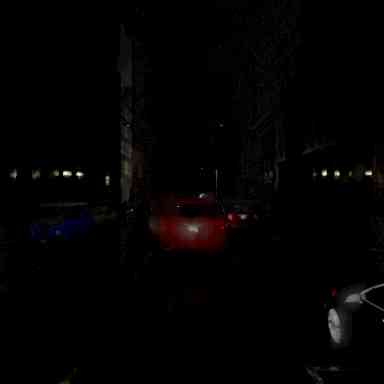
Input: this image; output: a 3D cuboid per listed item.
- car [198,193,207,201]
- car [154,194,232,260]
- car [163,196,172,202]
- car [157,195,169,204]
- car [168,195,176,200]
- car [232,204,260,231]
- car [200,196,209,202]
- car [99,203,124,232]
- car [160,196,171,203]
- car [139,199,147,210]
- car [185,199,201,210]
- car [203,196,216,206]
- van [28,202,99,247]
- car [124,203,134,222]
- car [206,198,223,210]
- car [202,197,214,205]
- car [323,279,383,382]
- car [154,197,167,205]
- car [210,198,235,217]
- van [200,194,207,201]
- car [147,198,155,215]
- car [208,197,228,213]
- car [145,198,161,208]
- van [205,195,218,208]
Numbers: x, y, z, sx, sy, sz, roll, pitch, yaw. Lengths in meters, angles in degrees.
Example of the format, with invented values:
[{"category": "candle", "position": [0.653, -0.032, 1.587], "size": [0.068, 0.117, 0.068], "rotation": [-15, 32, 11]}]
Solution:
[{"category": "car", "position": [2.864, 1.335, 88.187], "size": [2.192, 1.841, 5.009], "rotation": [0, 0, 0]}, {"category": "car", "position": [0.025, 1.222, 12.630], "size": [2.150, 2.045, 5.566], "rotation": [0, 0, 0]}, {"category": "car", "position": [-5.661, 1.597, 76.888], "size": [1.802, 1.307, 4.206], "rotation": [0, 0, 0]}, {"category": "car", "position": [-5.664, 1.451, 65.591], "size": [1.967, 1.590, 4.097], "rotation": [0, 0, 0]}, {"category": "car", "position": [-5.658, 1.565, 93.835], "size": [1.887, 1.381, 4.507], "rotation": [0, 0, 0]}, {"category": "car", "position": [2.854, 1.441, 20.404], "size": [1.967, 1.590, 4.097], "rotation": [0, 0, 0]}, {"category": "car", "position": [2.863, 1.560, 76.890], "size": [1.887, 1.381, 4.507], "rotation": [0, 0, 0]}, {"category": "car", "position": [-5.670, 1.526, 20.230], "size": [1.752, 1.417, 4.829], "rotation": [0, 0, 0]}, {"category": "car", "position": [-5.662, 1.564, 71.239], "size": [2.008, 1.369, 4.403], "rotation": [0, 0, 0]}, {"category": "car", "position": [-5.666, 1.571, 42.995], "size": [1.947, 1.339, 4.313], "rotation": [0, 0, 0]}, {"category": "car", "position": [0.110, 1.606, 43.018], "size": [1.895, 1.301, 4.718], "rotation": [0, 0, 0]}, {"category": "car", "position": [2.860, 1.448, 54.295], "size": [1.967, 1.590, 4.097], "rotation": [0, 0, 0]}, {"category": "van", "position": [-5.672, 1.341, 14.751], "size": [1.690, 1.788, 3.998], "rotation": [0, 0, 0]}, {"category": "car", "position": [-5.669, 1.567, 26.049], "size": [1.947, 1.339, 4.313], "rotation": [0, 0, 0]}, {"category": "car", "position": [2.859, 1.550, 42.998], "size": [1.887, 1.381, 4.507], "rotation": [0, 0, 0]}, {"category": "car", "position": [2.861, 1.555, 59.944], "size": [1.887, 1.381, 4.507], "rotation": [0, 0, 0]}, {"category": "car", "position": [2.852, 1.551, 3.459], "size": [2.008, 1.369, 4.403], "rotation": [0, 0, 0]}, {"category": "car", "position": [-5.664, 1.560, 59.941], "size": [2.008, 1.369, 4.403], "rotation": [0, 0, 0]}, {"category": "car", "position": [2.856, 1.443, 31.701], "size": [1.967, 1.590, 4.097], "rotation": [0, 0, 0]}, {"category": "van", "position": [2.863, 1.359, 82.538], "size": [1.690, 1.788, 3.998], "rotation": [0, 0, 0]}, {"category": "car", "position": [-2.995, 1.277, 34.101], "size": [2.097, 1.767, 4.553], "rotation": [0, 0, 0]}, {"category": "car", "position": [2.857, 1.444, 37.349], "size": [1.967, 1.590, 4.097], "rotation": [0, 0, 0]}, {"category": "car", "position": [-5.666, 1.551, 48.644], "size": [1.887, 1.381, 4.507], "rotation": [0, 0, 0]}, {"category": "van", "position": [2.858, 1.348, 48.647], "size": [1.690, 1.788, 3.998], "rotation": [0, 0, 0]}]
